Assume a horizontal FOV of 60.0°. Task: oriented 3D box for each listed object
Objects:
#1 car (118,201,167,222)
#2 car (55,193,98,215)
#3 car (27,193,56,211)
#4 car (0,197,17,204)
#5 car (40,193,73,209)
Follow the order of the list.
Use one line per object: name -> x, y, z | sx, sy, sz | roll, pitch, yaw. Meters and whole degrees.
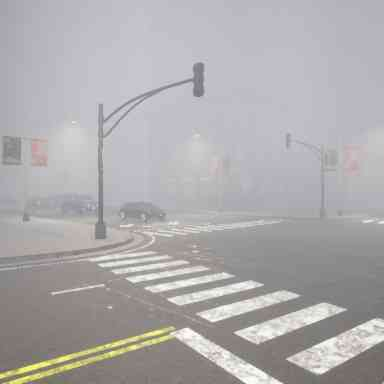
car -> -4.004, 1.495, 26.439 | 1.837, 1.490, 4.892 | 0, 0, -44
car -> -11.376, 1.208, 33.813 | 5.566, 2.045, 2.150 | 0, 0, 45
car -> -18.964, 1.333, 41.425 | 2.097, 1.767, 4.553 | 0, 0, -45
car -> -33.655, 1.533, 60.987 | 1.994, 1.385, 4.181 | 0, 0, -45
car -> -18.873, 1.203, 46.194 | 2.150, 2.045, 5.566 | 0, 0, -45
